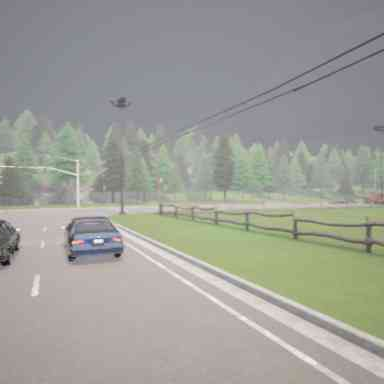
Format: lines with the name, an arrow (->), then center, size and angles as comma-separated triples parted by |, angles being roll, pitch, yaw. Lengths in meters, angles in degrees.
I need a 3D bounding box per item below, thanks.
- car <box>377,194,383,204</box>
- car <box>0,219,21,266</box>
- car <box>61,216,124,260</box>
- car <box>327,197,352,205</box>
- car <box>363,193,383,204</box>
car -> 35.070, 1.441, 57.447 | 4.902, 1.511, 2.128 | 0, 0, -22
car -> -7.208, 1.674, 11.632 | 2.033, 1.411, 5.357 | 0, 0, -23
car -> -3.982, 1.649, 12.983 | 2.033, 1.411, 5.357 | 0, 0, -23
car -> 27.381, 1.641, 61.856 | 4.718, 1.301, 1.895 | 0, 0, -22
car -> 33.796, 1.201, 60.708 | 5.566, 2.045, 2.150 | 0, 0, -22
